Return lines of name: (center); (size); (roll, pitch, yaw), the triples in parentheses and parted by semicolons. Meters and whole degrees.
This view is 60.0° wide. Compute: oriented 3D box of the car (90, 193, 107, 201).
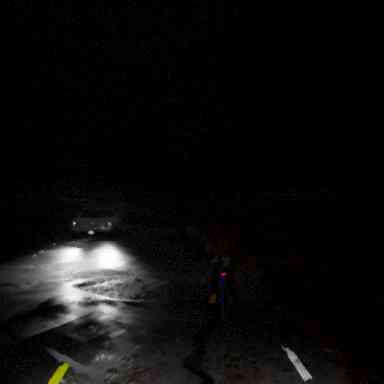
car: (-16.088, 0.868, 57.239); (2.033, 1.411, 5.357); (0, 1, -30)

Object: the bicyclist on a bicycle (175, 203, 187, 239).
bicyclist on a bicycle: (-0.503, 1.327, 15.460); (0.582, 1.620, 1.656); (1, 0, -7)

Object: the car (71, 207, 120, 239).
car: (-4.656, 1.420, 16.464); (1.895, 1.301, 4.718); (1, 0, -9)

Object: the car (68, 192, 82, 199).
car: (-24.509, 0.651, 69.671); (1.812, 1.442, 4.674); (0, 1, -38)

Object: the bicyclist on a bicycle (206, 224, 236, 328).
bicyclist on a bicycle: (0.532, 1.423, 5.985); (0.582, 1.620, 1.656); (1, 0, -2)
